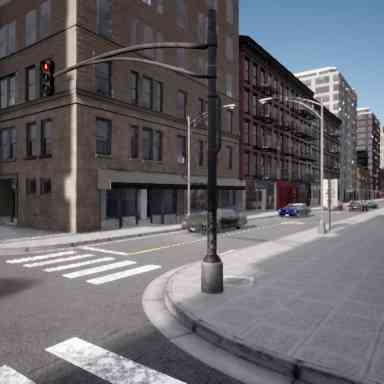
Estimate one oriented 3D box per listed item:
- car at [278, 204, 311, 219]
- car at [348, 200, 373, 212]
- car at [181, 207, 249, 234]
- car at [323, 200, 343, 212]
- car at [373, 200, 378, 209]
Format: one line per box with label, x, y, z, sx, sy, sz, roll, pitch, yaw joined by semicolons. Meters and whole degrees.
car;9.917;1.799;32.021;1.895;1.301;4.718;0;0;36
car;22.035;1.781;43.957;2.128;1.511;4.902;0;0;36
car;1.600;1.663;20.350;2.033;1.411;5.357;0;0;35
car;18.971;1.807;44.591;1.812;1.442;4.674;0;-1;36
car;27.789;1.904;52.034;1.994;1.385;4.181;0;0;35
